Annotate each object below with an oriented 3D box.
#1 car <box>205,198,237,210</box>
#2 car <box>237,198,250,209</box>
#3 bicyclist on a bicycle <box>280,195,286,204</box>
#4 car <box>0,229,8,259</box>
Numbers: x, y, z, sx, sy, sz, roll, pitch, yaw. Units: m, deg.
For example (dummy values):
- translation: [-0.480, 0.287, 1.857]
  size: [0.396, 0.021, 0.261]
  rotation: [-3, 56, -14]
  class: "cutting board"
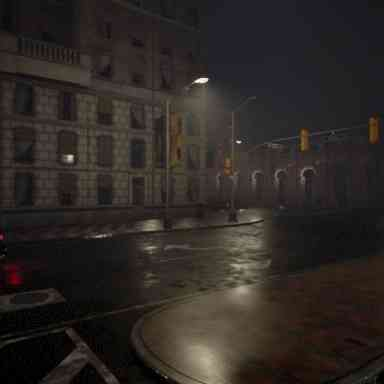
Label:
- translation: [2.996, 1.492, 43.051]
  size: [2.128, 1.511, 4.902]
  rotation: [0, 0, -36]
  class: "car"
- translation: [5.740, 1.526, 45.232]
  size: [1.812, 1.442, 4.674]
  rotation: [0, 0, -36]
  class: "car"
- translation: [15.477, 1.300, 56.462]
  size: [1.656, 1.620, 0.582]
  rotation: [0, 0, -36]
  class: "bicyclist on a bicycle"
- translation: [-7.495, 1.491, 8.470]
  size: [4.902, 1.511, 2.128]
  rotation: [0, 0, -36]
  class: "car"
